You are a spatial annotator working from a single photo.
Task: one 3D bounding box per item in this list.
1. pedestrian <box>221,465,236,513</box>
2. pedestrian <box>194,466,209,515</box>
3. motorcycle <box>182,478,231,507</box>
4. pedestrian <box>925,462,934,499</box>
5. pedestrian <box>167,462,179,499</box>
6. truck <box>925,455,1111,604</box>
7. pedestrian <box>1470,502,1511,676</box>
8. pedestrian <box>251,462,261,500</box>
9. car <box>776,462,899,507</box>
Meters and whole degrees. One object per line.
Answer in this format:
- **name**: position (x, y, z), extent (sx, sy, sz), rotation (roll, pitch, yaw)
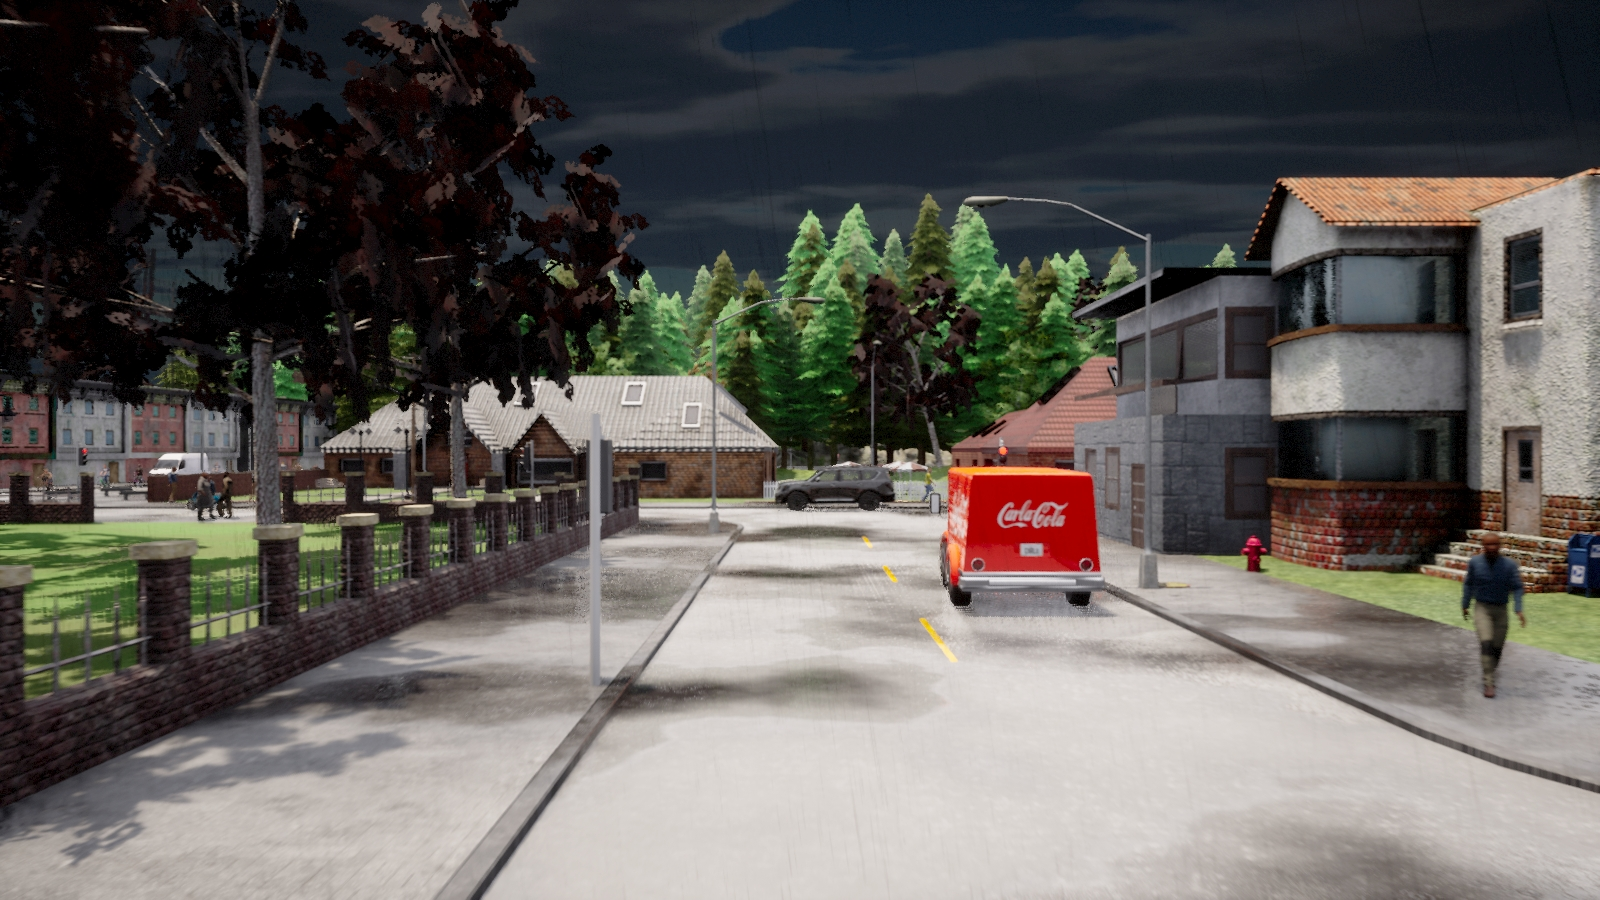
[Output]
- **pedestrian**: position (-22.278, 1.530, 44.522), extent (0.375, 1.860, 0.375), rotation (0, 0, 8)
- **pedestrian**: position (-22.719, 1.533, 43.390), extent (0.375, 1.860, 0.375), rotation (0, 0, 1)
- **motorcycle**: position (-27.403, 1.969, 52.756), extent (1.805, 1.236, 0.856), rotation (2, 0, 0)
- **pedestrian**: position (6.591, 1.534, 58.077), extent (0.375, 1.860, 0.375), rotation (0, 0, -1)
- **pedestrian**: position (-31.862, 1.527, 58.057), extent (0.375, 1.860, 0.375), rotation (0, 0, -1)
- **truck**: position (3.963, 1.354, 21.855), extent (2.627, 2.467, 5.204), rotation (0, 0, 1)
- **pedestrian**: position (7.620, 1.518, 12.614), extent (0.375, 1.860, 0.375), rotation (0, 0, 28)
- **pedestrian**: position (-26.782, 1.528, 56.250), extent (0.375, 1.860, 0.375), rotation (0, 0, -13)
- **car**: position (1.683, 1.568, 52.733), extent (5.566, 2.045, 2.150), rotation (0, 0, 0)
